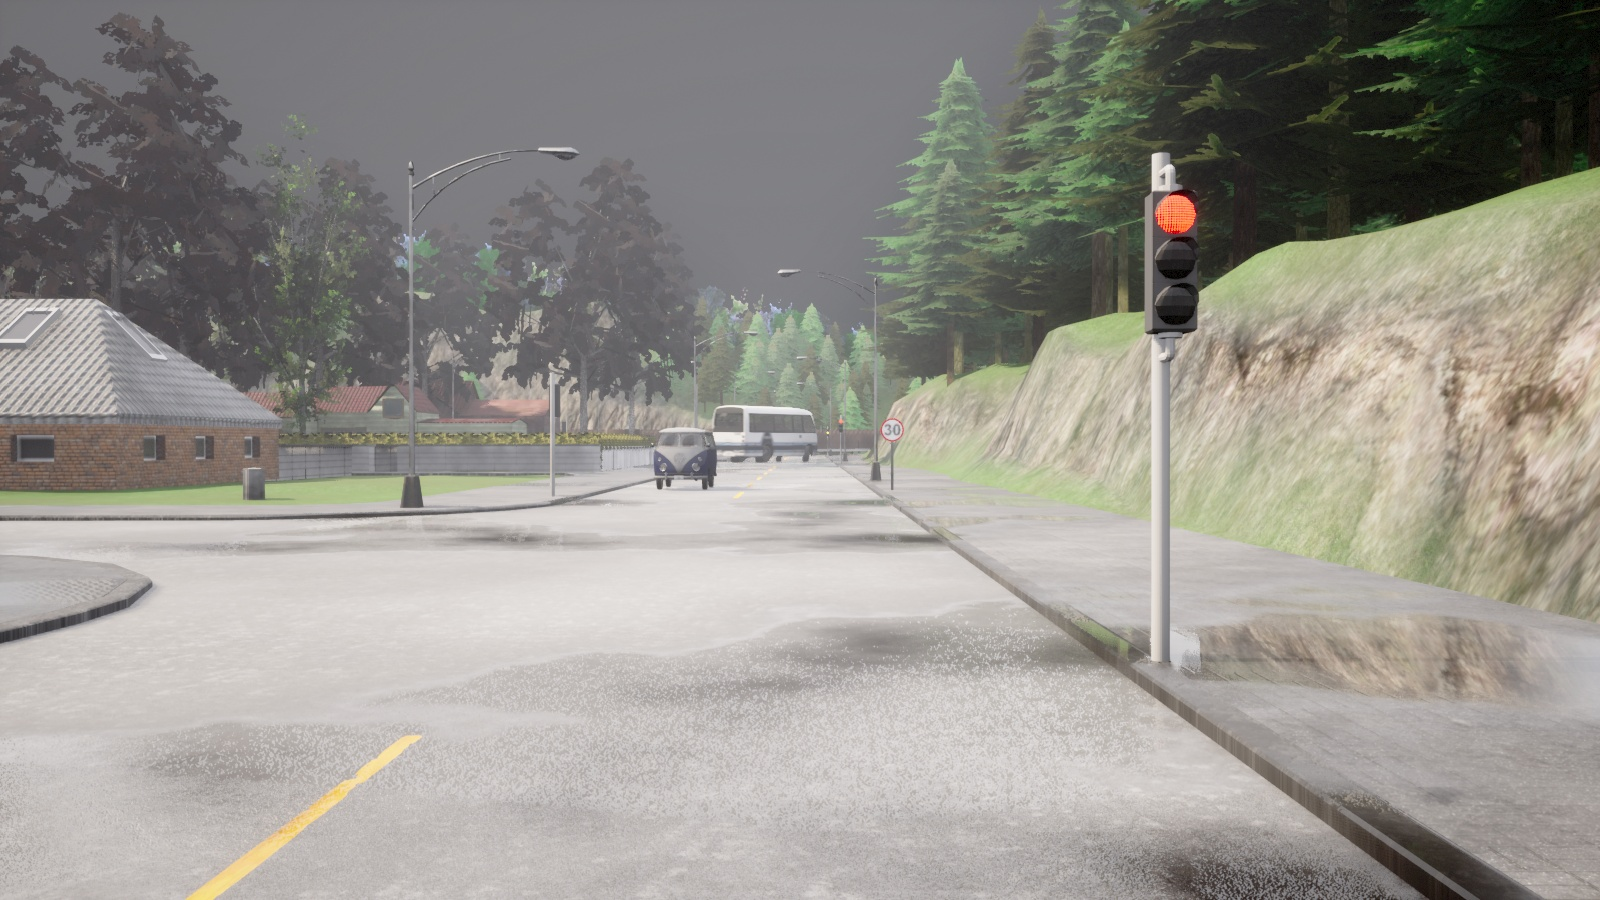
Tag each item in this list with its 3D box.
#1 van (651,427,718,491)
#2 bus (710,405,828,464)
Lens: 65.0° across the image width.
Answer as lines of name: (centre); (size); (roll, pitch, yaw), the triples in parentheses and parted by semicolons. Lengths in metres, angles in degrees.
van: (-3.750, 0.263, 41.344); (1.775, 1.987, 4.442); (0, 0, 0)
bus: (-2.240, -1.179, 96.984); (3.944, 4.253, 10.273); (1, 1, 33)
